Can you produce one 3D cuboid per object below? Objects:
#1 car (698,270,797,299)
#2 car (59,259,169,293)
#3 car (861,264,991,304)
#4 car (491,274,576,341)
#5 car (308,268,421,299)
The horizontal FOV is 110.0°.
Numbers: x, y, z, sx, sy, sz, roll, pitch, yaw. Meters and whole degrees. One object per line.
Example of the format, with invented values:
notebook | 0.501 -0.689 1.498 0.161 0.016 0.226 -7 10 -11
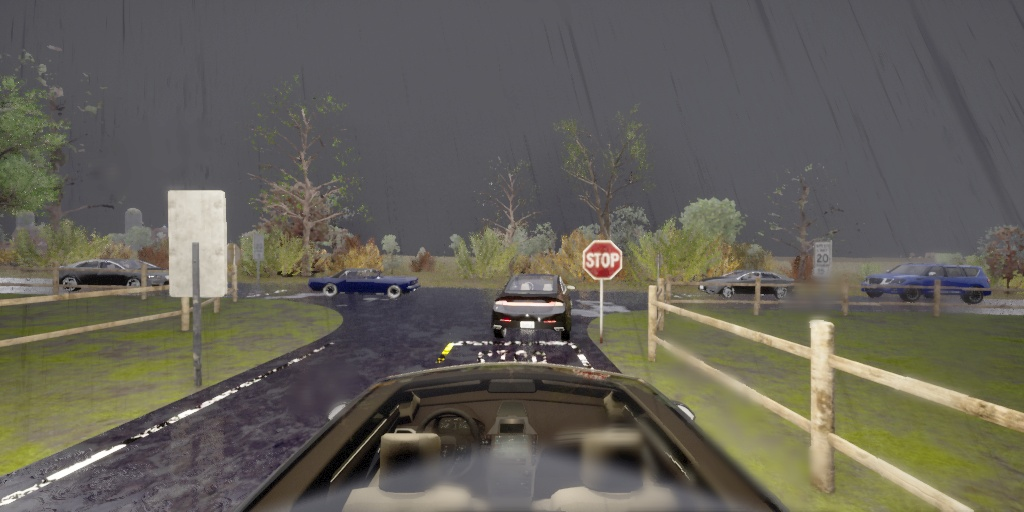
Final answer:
car | 13.003 1.525 19.932 4.902 1.511 2.128 1 1 0
car | -18.490 0.885 17.020 4.902 1.511 2.128 1 1 0
car | 22.899 1.466 19.922 5.566 2.045 2.150 1 1 0
car | 0.706 1.240 9.973 2.128 1.511 4.902 0 0 9
car | -6.823 1.248 17.004 4.718 1.301 1.895 1 1 0
